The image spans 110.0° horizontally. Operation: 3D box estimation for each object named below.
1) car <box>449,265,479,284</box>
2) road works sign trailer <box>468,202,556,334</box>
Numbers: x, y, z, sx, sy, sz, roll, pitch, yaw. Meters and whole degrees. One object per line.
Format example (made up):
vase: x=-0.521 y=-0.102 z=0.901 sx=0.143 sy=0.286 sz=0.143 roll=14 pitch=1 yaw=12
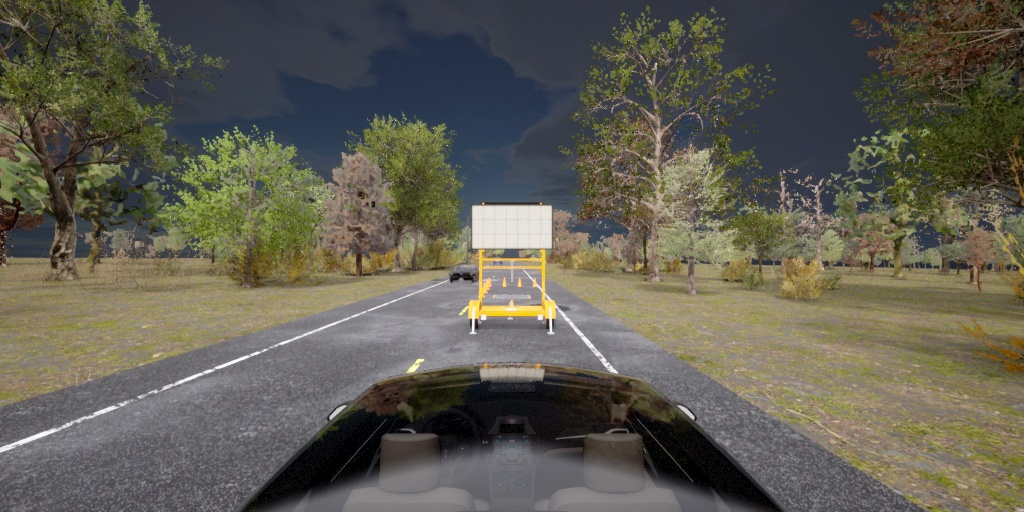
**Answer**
car: x=-3.607 y=1.373 z=27.676 sx=1.895 sy=1.301 sz=4.718 roll=0 pitch=0 yaw=0
road works sign trailer: x=0.003 y=0.218 z=10.598 sx=2.380 sy=3.560 sz=2.880 roll=0 pitch=0 yaw=0
